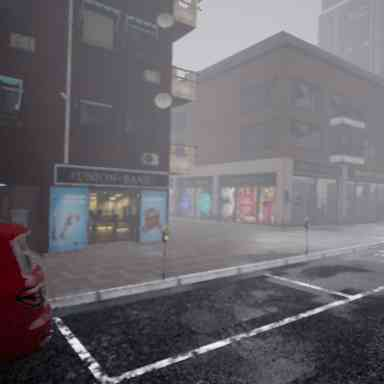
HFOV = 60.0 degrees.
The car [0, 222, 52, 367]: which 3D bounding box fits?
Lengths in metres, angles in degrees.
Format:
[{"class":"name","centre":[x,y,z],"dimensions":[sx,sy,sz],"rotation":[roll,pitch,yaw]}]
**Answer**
[{"class":"car","centre":[-4.023,1.312,3.194],"dimensions":[5.009,1.841,2.192],"rotation":[0,2,-35]}]
